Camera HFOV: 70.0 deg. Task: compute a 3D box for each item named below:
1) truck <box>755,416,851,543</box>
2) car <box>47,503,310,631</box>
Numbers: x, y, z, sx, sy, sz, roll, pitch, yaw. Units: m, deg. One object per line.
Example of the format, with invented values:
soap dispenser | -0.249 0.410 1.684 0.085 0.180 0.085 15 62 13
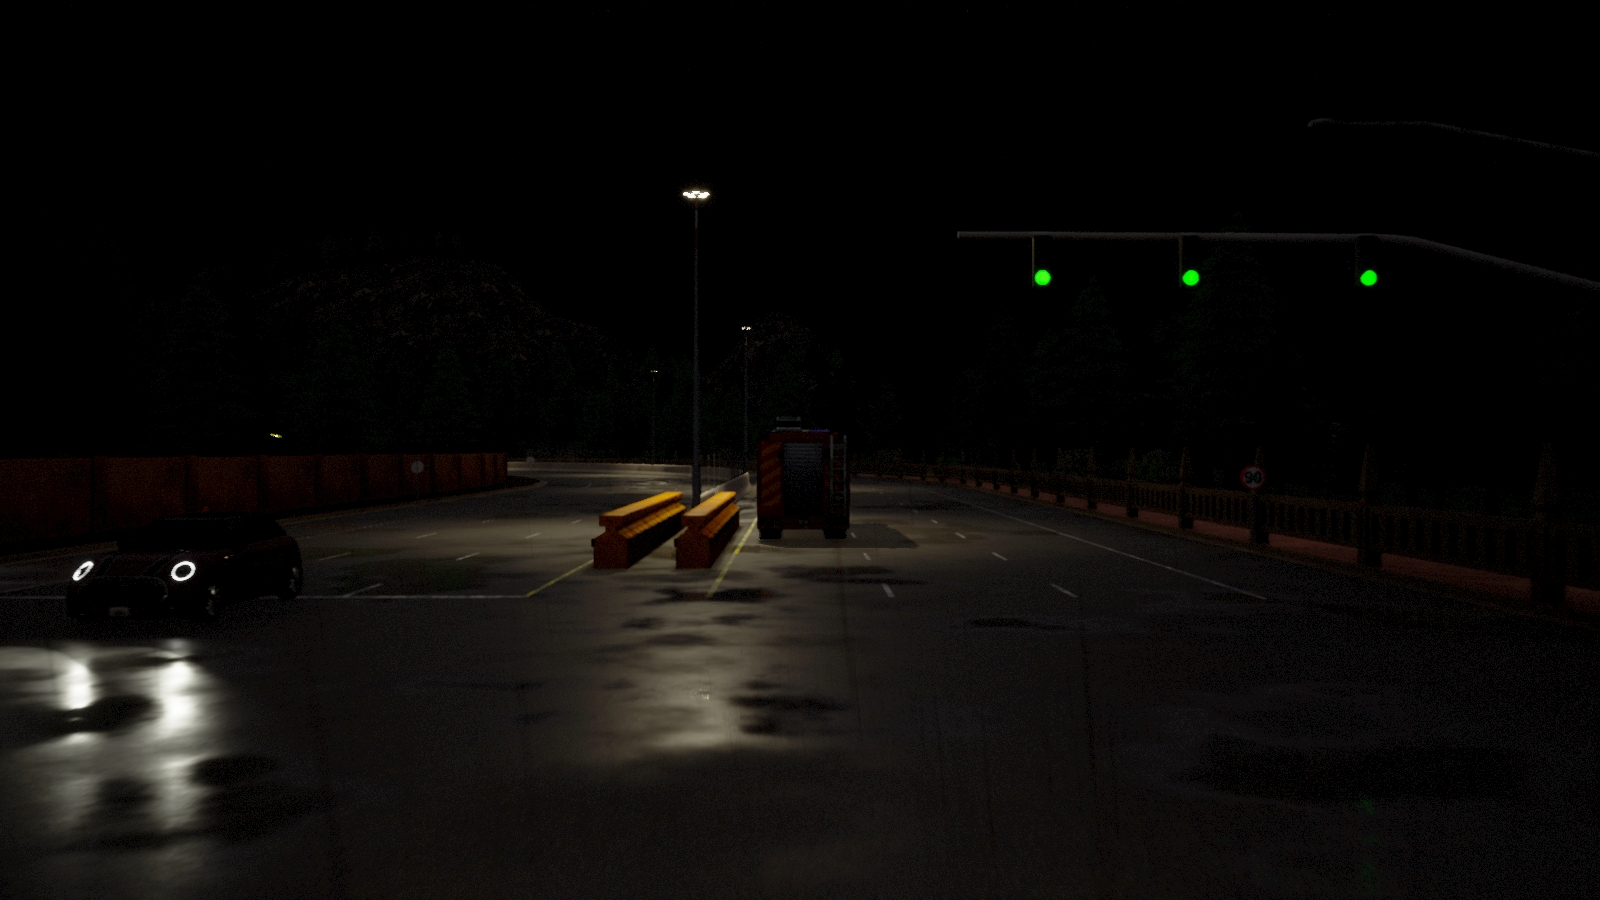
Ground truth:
truck | 0.060 0.886 38.792 2.891 3.827 8.468 0 0 -1
car | -10.520 1.903 19.826 2.097 1.767 4.553 0 0 0
